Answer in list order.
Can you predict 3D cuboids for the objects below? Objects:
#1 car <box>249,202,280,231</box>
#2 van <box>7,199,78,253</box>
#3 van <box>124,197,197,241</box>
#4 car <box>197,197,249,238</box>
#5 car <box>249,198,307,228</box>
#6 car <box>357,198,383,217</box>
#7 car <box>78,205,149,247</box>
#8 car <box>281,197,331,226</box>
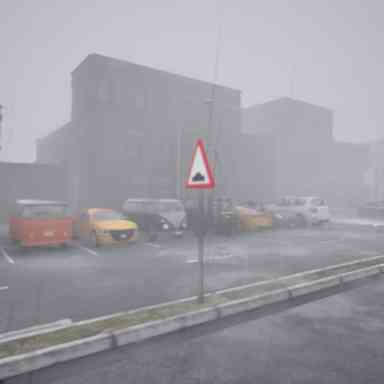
[{"bbox_3d":[2.609,1.569,20.462,2.097,1.535,5.008,0,0,-35],"label":"car"},{"bbox_3d":[-6.547,1.294,14.088,1.878,1.987,4.442,0,0,-35],"label":"van"},{"bbox_3d":[-1.919,1.319,17.099,1.878,1.987,4.442,0,0,-35],"label":"van"},{"bbox_3d":[0.243,1.306,18.817,2.435,2.045,5.566,0,0,-35],"label":"car"},{"bbox_3d":[4.834,1.455,22.091,2.185,1.767,4.553,0,0,-35],"label":"car"},{"bbox_3d":[18.244,1.659,31.572,2.163,1.488,4.792,0,0,-35],"label":"car"},{"bbox_3d":[-4.237,1.533,15.597,2.097,1.535,5.008,0,0,-35],"label":"car"},{"bbox_3d":[6.982,1.340,23.618,2.435,2.045,5.566,0,0,-35],"label":"car"}]
